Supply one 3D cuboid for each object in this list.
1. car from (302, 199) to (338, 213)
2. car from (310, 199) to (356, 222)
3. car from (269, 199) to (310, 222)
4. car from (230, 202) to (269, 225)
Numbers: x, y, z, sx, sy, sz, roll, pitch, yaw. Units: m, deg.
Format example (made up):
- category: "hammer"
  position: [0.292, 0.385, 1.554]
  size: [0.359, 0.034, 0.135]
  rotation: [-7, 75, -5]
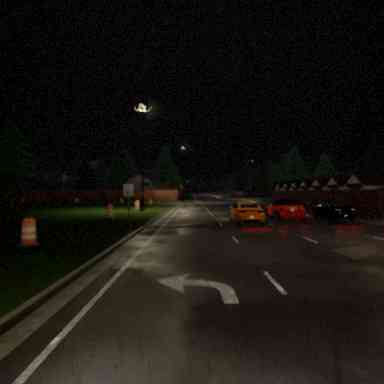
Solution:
- category: "car"
  position: [14.294, 1.512, 37.454]
  size: [2.033, 1.411, 5.357]
  rotation: [0, 0, 0]
- category: "car"
  position: [10.832, 1.467, 25.860]
  size: [2.128, 1.511, 4.902]
  rotation: [0, 0, 0]
- category: "car"
  position: [7.331, 1.327, 26.399]
  size: [2.097, 1.767, 4.553]
  rotation: [0, 0, 0]
- category: "car"
  position: [3.840, 1.454, 23.768]
  size: [1.882, 1.535, 5.008]
  rotation: [0, 0, 0]
